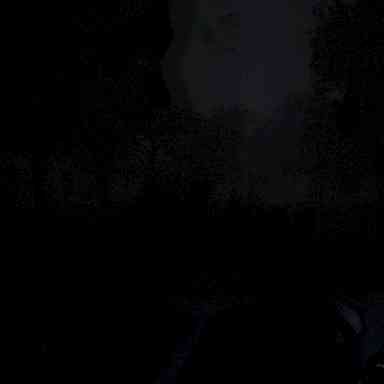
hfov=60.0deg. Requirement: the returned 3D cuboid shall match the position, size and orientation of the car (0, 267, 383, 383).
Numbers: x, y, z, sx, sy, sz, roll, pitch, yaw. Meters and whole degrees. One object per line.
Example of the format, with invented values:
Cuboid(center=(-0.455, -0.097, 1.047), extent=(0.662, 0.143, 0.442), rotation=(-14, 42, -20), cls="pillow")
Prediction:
Cuboid(center=(0.144, 1.542, 3.123), extent=(5.357, 1.411, 2.033), rotation=(0, 0, -35), cls="car")
